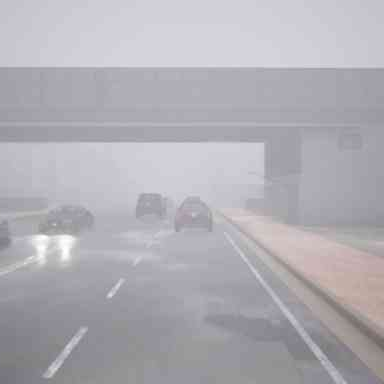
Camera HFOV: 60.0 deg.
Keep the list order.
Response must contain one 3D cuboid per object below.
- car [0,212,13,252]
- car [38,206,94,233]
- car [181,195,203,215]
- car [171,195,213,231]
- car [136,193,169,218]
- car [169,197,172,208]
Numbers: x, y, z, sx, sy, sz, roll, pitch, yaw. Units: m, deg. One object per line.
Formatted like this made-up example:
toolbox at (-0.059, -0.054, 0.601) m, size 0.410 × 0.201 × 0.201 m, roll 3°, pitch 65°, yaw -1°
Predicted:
car at (-7.085, 1.509, 9.116) m, size 2.033 × 1.411 × 5.357 m, roll 0°, pitch 0°, yaw 0°
car at (-7.082, 1.483, 19.120) m, size 1.994 × 1.385 × 4.181 m, roll 0°, pitch 0°, yaw 0°
car at (0.094, 1.212, 33.341) m, size 2.097 × 1.767 × 4.553 m, roll 0°, pitch 0°, yaw 2°
car at (0.094, 1.269, 19.887) m, size 2.097 × 1.767 × 4.553 m, roll 0°, pitch 0°, yaw 0°
car at (-3.489, 1.102, 29.083) m, size 2.150 × 2.045 × 5.566 m, roll 0°, pitch 1°, yaw 0°
car at (-3.603, 1.337, 44.757) m, size 1.812 × 1.442 × 4.674 m, roll 0°, pitch 0°, yaw -2°
